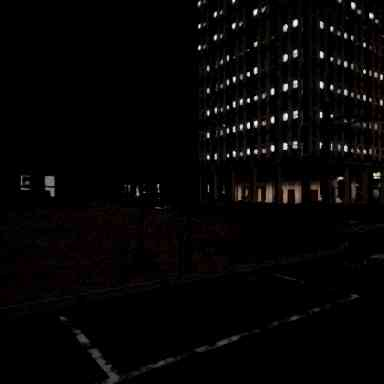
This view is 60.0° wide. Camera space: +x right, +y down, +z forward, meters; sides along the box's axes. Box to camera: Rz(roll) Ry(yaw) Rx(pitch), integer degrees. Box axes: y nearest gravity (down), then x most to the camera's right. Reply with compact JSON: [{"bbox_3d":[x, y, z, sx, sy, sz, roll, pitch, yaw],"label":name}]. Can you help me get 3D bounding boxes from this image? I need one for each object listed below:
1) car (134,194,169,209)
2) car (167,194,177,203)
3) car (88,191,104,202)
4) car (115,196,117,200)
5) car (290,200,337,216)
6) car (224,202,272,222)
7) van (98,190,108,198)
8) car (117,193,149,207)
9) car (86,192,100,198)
[{"bbox_3d":[-4.779,1.228,38.786,1.802,1.307,4.206,1,0,-33],"label":"car"},{"bbox_3d":[-4.111,0.950,52.620,1.967,1.590,4.097,1,0,-34],"label":"car"},{"bbox_3d":[-17.211,0.937,57.206,1.887,1.381,4.507,1,0,-35],"label":"car"},{"bbox_3d":[-13.710,0.888,66.100,1.947,1.339,4.313,1,0,-36],"label":"car"},{"bbox_3d":[10.703,1.399,29.469,1.802,1.307,4.206,1,0,-32],"label":"car"},{"bbox_3d":[4.069,1.414,24.800,1.802,1.307,4.206,1,0,-32],"label":"car"},{"bbox_3d":[-20.274,0.538,74.967,1.690,1.788,3.998,1,0,-37],"label":"van"},{"bbox_3d":[-7.713,1.110,43.293,1.752,1.417,4.829,1,0,-33],"label":"car"},{"bbox_3d":[-23.642,0.679,79.351,1.887,1.381,4.507,1,0,-38],"label":"car"}]
